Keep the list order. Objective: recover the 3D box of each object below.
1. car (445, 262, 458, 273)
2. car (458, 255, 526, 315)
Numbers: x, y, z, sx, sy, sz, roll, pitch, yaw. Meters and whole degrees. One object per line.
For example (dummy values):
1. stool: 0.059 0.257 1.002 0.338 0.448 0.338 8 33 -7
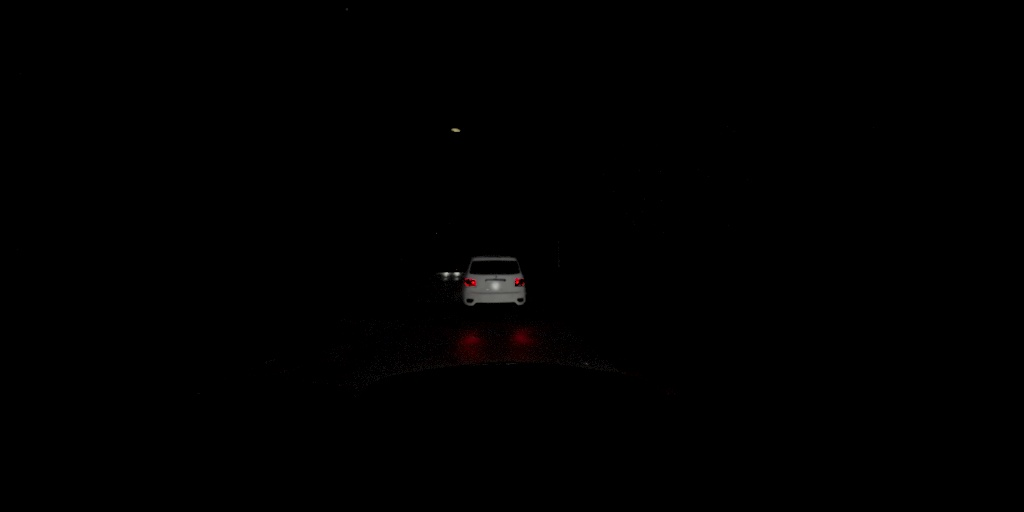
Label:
1. car: -8.472 1.551 51.139 1.837 1.490 4.892 0 0 -7
2. car: -0.784 0.997 13.946 2.150 2.045 5.566 0 0 -6
